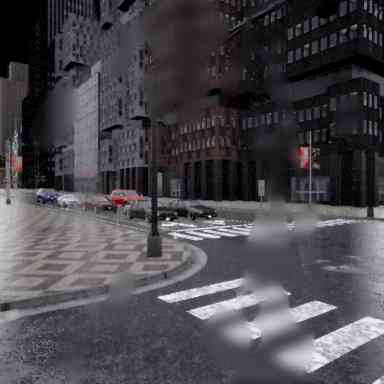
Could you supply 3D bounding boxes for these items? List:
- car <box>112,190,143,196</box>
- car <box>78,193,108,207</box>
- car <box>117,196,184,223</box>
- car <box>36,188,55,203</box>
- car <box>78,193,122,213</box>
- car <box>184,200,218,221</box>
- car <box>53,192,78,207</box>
[{"bbox_3d":[-6.383,0.810,33.327,2.150,2.045,5.566,0,1,-36],"label":"car"},{"bbox_3d":[-12.500,0.929,41.767,2.128,1.511,4.902,0,1,-36],"label":"car"},{"bbox_3d":[-3.031,1.284,23.209,2.033,1.411,5.357,0,1,-35],"label":"car"},{"bbox_3d":[-20.646,0.521,47.531,2.150,2.045,5.566,0,1,-36],"label":"car"},{"bbox_3d":[-8.631,1.080,30.892,1.882,1.535,5.008,0,1,-36],"label":"car"},{"bbox_3d":[-0.427,1.280,25.067,2.033,1.411,5.357,0,1,-39],"label":"car"},{"bbox_3d":[-14.429,0.985,38.867,1.812,1.442,4.674,0,1,-35],"label":"car"}]
